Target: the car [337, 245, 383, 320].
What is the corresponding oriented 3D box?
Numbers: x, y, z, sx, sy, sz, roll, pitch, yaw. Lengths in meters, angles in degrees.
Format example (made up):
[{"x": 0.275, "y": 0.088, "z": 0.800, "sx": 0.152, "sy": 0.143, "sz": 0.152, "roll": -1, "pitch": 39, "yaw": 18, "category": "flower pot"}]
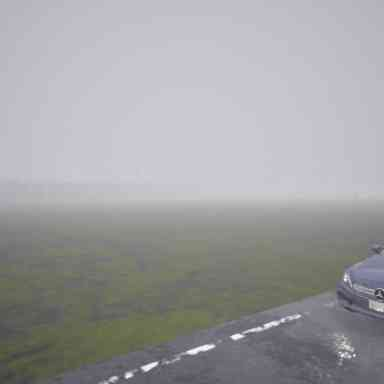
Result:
[{"x": 4.776, "y": 1.499, "z": 6.477, "sx": 4.674, "sy": 1.442, "sz": 1.812, "roll": 0, "pitch": 0, "yaw": -35, "category": "car"}]
